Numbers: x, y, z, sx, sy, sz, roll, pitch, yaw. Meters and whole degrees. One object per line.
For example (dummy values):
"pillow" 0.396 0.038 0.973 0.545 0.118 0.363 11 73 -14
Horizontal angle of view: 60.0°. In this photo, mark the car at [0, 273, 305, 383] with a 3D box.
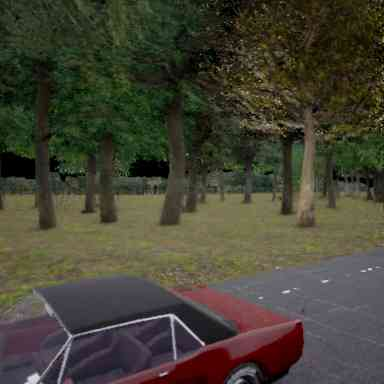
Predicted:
"car" -1.160 1.602 3.041 4.718 1.301 1.895 0 0 -36
